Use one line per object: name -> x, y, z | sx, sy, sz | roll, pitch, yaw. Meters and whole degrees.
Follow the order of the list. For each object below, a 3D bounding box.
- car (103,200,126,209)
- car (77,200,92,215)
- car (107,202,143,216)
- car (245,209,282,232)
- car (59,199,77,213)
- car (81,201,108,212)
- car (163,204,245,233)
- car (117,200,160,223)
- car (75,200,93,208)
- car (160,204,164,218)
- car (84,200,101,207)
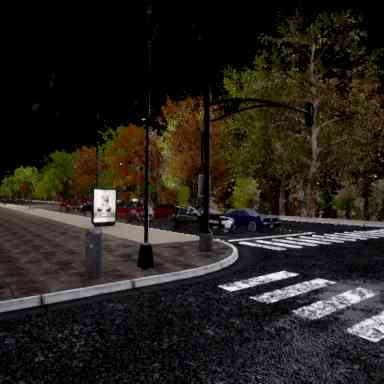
car -> -13.420, 2.109, 57.399 | 2.128, 1.511, 4.902 | 1, -1, -35
car -> -10.151, 1.770, 35.206 | 2.128, 1.511, 4.902 | 1, -1, -35
car -> -7.586, 1.871, 37.205 | 2.033, 1.411, 5.357 | 1, -1, -35
car -> 3.413, 1.727, 21.301 | 1.895, 1.301, 4.718 | 1, -1, -35
car -> -15.755, 1.732, 43.361 | 2.097, 1.767, 4.553 | 1, -1, -34
car -> -13.585, 1.980, 45.942 | 2.033, 1.411, 5.357 | 1, -1, -34
car -> 0.549, 1.577, 19.658 | 2.128, 1.511, 4.902 | 1, -1, -33
car -> -4.874, 1.535, 27.576 | 2.097, 1.767, 4.553 | 1, -1, -35
car -> -19.890, 2.167, 61.023 | 1.812, 1.442, 4.674 | 1, -1, -35
car -> -2.032, 1.749, 29.172 | 1.812, 1.442, 4.674 | 1, -1, -35
car -> -19.983, 2.297, 66.881 | 1.994, 1.385, 4.181 | 1, -1, -35
